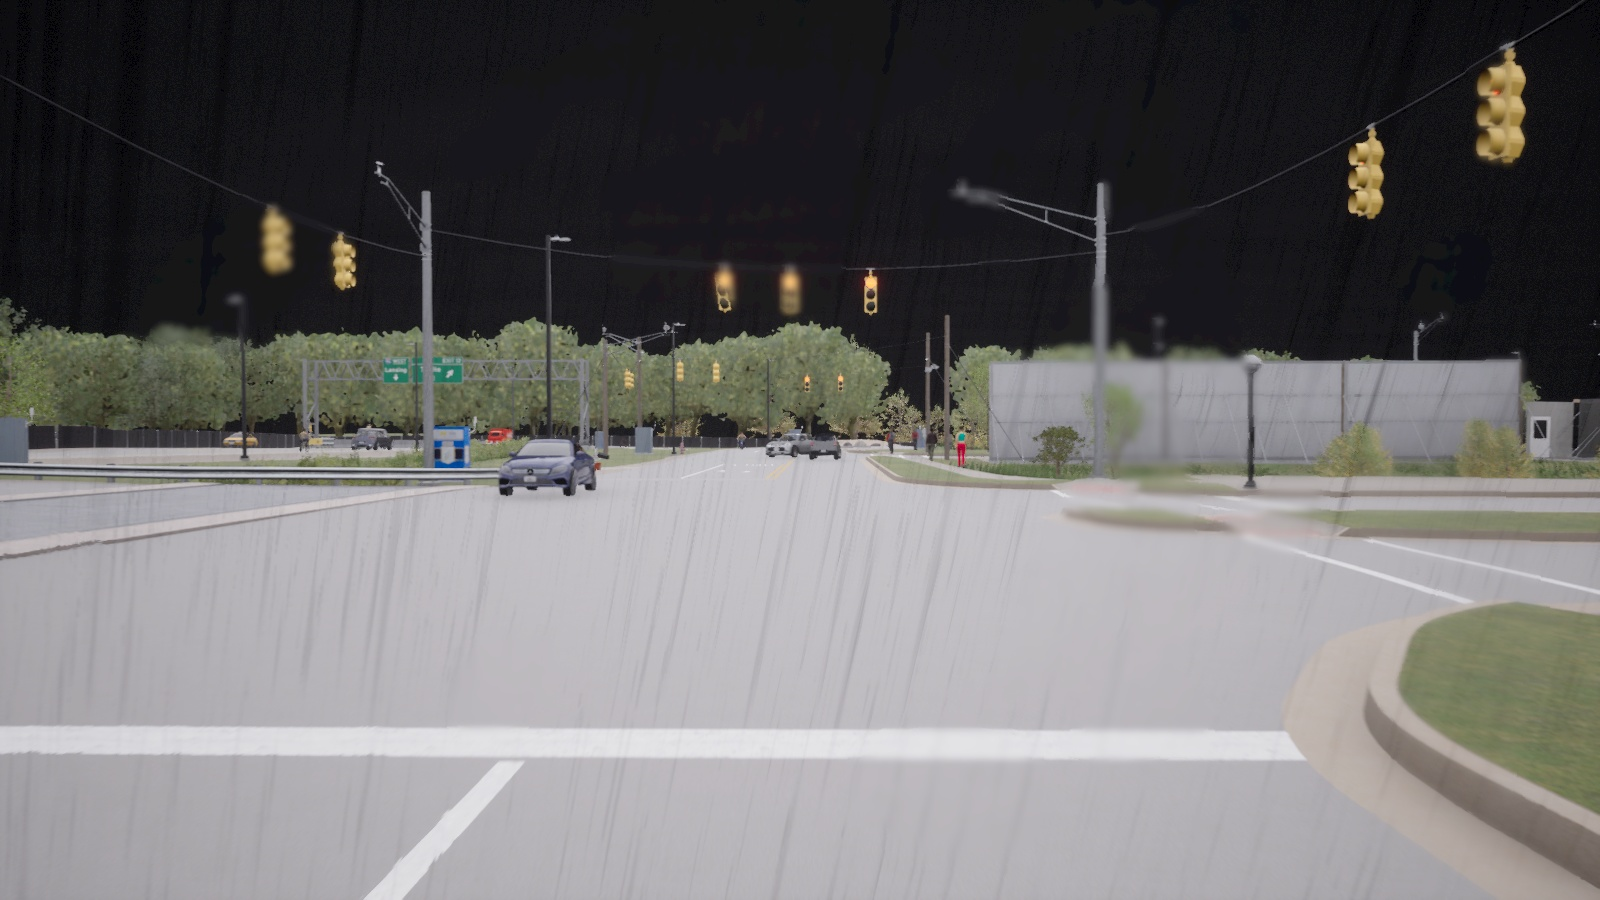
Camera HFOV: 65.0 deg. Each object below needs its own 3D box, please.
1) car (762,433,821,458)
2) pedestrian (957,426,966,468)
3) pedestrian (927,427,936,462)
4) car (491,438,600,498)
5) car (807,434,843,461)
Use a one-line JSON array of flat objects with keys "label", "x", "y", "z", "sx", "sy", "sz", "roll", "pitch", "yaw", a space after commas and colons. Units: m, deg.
[{"label": "car", "x": -0.529, "y": -0.309, "z": 77.991, "sx": 1.970, "sy": 1.475, "sz": 3.806, "roll": 1, "pitch": 1, "yaw": 31}, {"label": "pedestrian", "x": 7.046, "y": -0.143, "z": 54.807, "sx": 0.345, "sy": 1.836, "sz": 0.594, "roll": 0, "pitch": 2, "yaw": 1}, {"label": "pedestrian", "x": 7.079, "y": -0.301, "z": 67.601, "sx": 0.431, "sy": 1.840, "sz": 0.703, "roll": 0, "pitch": 2, "yaw": 4}, {"label": "car", "x": -6.587, "y": 0.422, "z": 33.015, "sx": 1.812, "sy": 1.442, "sz": 4.674, "roll": 0, "pitch": 1, "yaw": 1}, {"label": "car", "x": 1.481, "y": -0.170, "z": 72.425, "sx": 1.845, "sy": 1.501, "sz": 3.633, "roll": 0, "pitch": 1, "yaw": 5}]
